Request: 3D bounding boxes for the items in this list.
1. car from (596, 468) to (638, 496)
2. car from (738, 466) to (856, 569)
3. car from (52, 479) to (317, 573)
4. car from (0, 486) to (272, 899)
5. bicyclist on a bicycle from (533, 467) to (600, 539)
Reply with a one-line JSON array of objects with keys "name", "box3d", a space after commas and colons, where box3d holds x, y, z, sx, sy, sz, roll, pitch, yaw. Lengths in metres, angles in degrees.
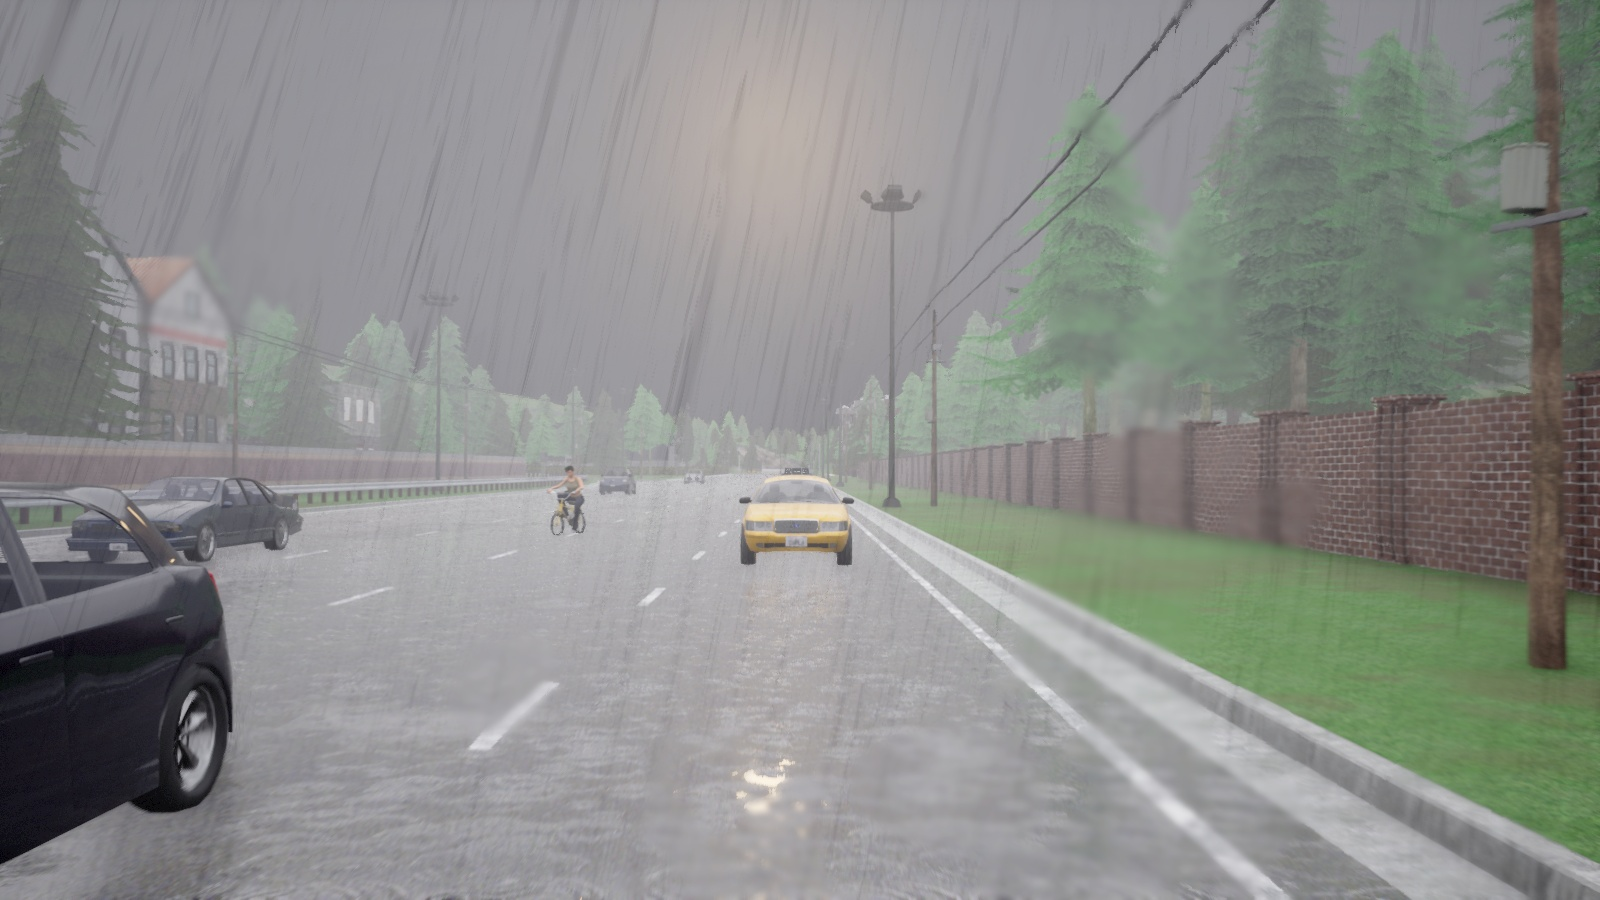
[{"name": "car", "box3d": [-10.671, 1.854, 73.502, 1.851, 1.617, 3.988, 0, -1, 0]}, {"name": "car", "box3d": [-0.051, 1.081, 22.007, 1.801, 1.575, 5.366, 0, -1, 0]}, {"name": "car", "box3d": [-10.551, 1.233, 22.103, 2.033, 1.411, 5.357, 0, -1, 0]}, {"name": "car", "box3d": [-3.510, 0.905, 4.337, 1.845, 1.501, 3.633, 0, -1, 0]}, {"name": "bicyclist on a bicycle", "box3d": [-5.383, 1.206, 29.080, 0.866, 1.612, 1.509, -1, -1, 21]}]
